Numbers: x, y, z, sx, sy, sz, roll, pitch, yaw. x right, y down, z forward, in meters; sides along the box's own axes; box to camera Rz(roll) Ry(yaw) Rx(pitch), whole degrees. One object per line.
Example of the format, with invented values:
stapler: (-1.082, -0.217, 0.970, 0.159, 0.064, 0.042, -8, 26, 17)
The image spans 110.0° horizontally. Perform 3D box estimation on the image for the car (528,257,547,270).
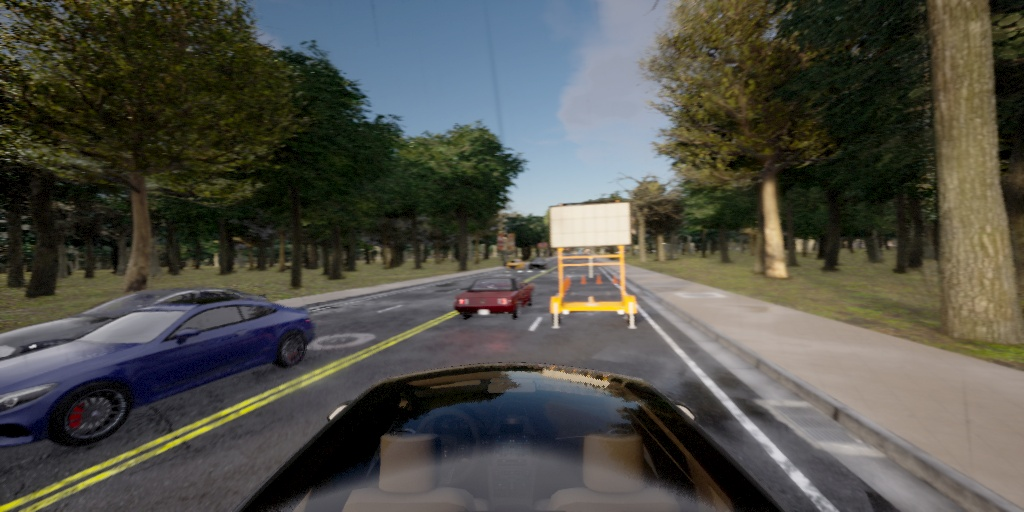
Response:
car: (3.520, 0.995, 48.491, 2.097, 1.767, 4.553, -2, 0, 12)

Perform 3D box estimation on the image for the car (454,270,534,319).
car: (-0.385, 1.369, 12.832, 1.895, 1.301, 4.718, -2, 0, 12)

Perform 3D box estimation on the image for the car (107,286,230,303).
car: (-8.167, 1.525, 8.368, 2.128, 1.511, 4.902, -2, 0, 12)

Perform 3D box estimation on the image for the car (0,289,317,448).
car: (-5.376, 1.462, 5.847, 1.812, 1.442, 4.674, -2, 0, 12)

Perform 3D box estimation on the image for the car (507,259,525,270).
car: (0.588, 1.222, 50.345, 1.882, 1.535, 5.008, -2, 0, 12)

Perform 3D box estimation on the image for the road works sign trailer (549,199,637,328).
road works sign trailer: (2.469, 0.135, 10.984, 2.380, 3.560, 2.880, 0, 0, 12)
